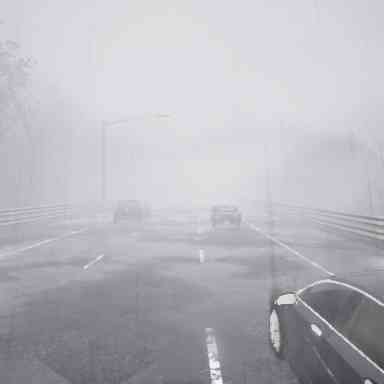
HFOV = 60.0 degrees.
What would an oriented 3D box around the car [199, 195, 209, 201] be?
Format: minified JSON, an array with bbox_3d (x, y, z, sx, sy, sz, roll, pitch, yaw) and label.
[{"bbox_3d":[2.872,1.673,85.870,1.895,1.301,4.718,0,0,6],"label":"car"}]

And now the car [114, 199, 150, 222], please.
[{"bbox_3d":[-4.623,1.362,26.150,2.097,1.767,4.553,0,0,2],"label":"car"}]

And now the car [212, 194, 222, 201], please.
[{"bbox_3d":[6.431,1.434,86.264,2.097,1.767,4.553,0,0,6],"label":"car"}]

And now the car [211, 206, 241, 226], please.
[{"bbox_3d":[2.288,1.609,23.485,1.895,1.301,4.718,0,0,1],"label":"car"}]

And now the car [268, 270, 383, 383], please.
[{"bbox_3d":[2.042,1.507,3.079,1.837,1.490,4.892,0,0,0],"label":"car"}]

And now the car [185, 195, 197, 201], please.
[{"bbox_3d":[-0.657,1.617,85.767,2.033,1.411,5.357,0,0,6],"label":"car"}]
